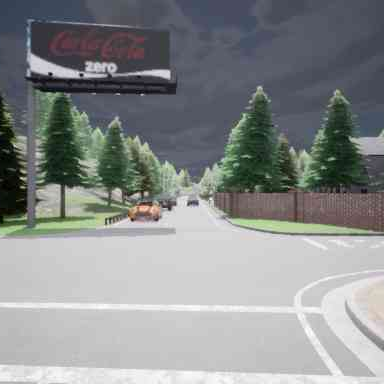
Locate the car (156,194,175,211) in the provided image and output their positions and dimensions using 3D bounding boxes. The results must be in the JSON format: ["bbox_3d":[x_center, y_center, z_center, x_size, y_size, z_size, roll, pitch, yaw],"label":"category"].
[{"bbox_3d":[-3.564,1.225,40.438,2.150,2.045,5.566,0,0,0],"label":"car"}]

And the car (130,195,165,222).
[{"bbox_3d":[-3.580,1.353,26.504,2.097,1.767,4.553,0,0,0],"label":"car"}]

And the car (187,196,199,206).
[{"bbox_3d":[0.147,1.600,55.615,1.895,1.301,4.718,0,0,-1],"label":"car"}]

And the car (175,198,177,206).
[{"bbox_3d":[-3.533,1.352,53.421,2.097,1.767,4.553,0,0,0],"label":"car"}]

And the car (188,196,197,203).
[{"bbox_3d":[0.158,1.505,68.774,1.837,1.490,4.892,0,0,0],"label":"car"}]
